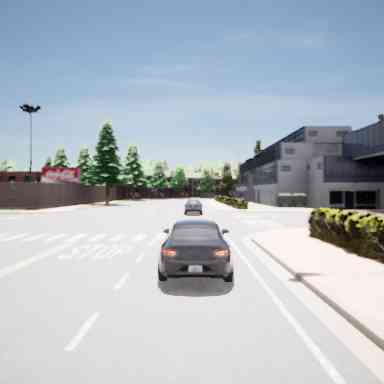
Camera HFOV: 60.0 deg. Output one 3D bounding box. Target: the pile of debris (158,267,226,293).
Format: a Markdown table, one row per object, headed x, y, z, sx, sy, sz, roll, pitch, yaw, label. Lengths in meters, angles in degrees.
| x | y | z | sx | sy | sz | roll | pitch | yaw | label |
| --- | --- | --- | --- | --- | --- | --- | --- | --- | --- |
| -0.004 | 2.165 | 8.296 | 1.500 | 0.140 | 1.860 | 0 | 0 | 0 | pile of debris |

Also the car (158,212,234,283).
| x | y | z | sx | sy | sz | roll | pitch | yaw | label |
| --- | --- | --- | --- | --- | --- | --- | --- | --- | --- |
| 0.118 | 1.512 | 9.539 | 1.812 | 1.442 | 4.674 | 0 | 0 | 1 | car |

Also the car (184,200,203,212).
| x | y | z | sx | sy | sz | roll | pitch | yaw | label |
| --- | --- | --- | --- | --- | --- | --- | --- | --- | --- |
| 0.151 | 1.505 | 34.892 | 2.033 | 1.411 | 5.357 | 0 | 0 | 0 | car |
